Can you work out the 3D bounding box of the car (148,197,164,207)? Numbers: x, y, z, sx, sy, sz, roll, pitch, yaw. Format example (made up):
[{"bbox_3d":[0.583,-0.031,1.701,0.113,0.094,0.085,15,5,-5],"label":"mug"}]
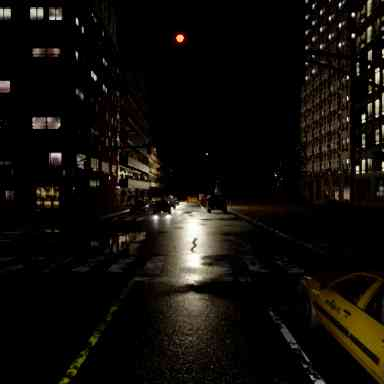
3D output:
[{"bbox_3d":[-5.695,1.580,52.951,2.008,1.369,4.403,0,0,0],"label":"car"}]

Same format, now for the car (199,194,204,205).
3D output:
[{"bbox_3d":[2.683,1.353,58.478,2.192,1.841,5.009,0,0,0],"label":"car"}]

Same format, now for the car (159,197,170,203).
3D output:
[{"bbox_3d":[-5.696,1.637,69.532,1.802,1.307,4.206,0,0,0],"label":"car"}]

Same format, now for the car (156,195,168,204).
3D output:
[{"bbox_3d":[-5.697,1.487,64.005,1.967,1.590,4.097,0,0,0],"label":"car"}]

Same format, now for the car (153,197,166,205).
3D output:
[{"bbox_3d":[-5.696,1.582,58.477,1.887,1.381,4.507,0,0,0],"label":"car"}]

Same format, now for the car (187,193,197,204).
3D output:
[{"bbox_3d":[0.098,1.526,65.386,1.882,1.535,5.008,0,0,0],"label":"car"}]

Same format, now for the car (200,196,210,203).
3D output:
[{"bbox_3d":[2.684,1.600,69.532,1.887,1.381,4.507,0,0,0],"label":"car"}]

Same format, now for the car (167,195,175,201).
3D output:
[{"bbox_3d":[-5.697,1.642,91.637,1.887,1.381,4.507,0,0,0],"label":"car"}]

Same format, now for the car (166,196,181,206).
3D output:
[{"bbox_3d":[-3.047,1.525,55.601,2.128,1.511,4.902,0,0,0],"label":"car"}]

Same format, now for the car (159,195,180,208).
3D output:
[{"bbox_3d":[-3.090,1.567,45.408,2.033,1.411,5.357,0,0,0],"label":"car"}]

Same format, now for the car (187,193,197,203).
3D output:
[{"bbox_3d":[0.000,1.291,75.861,2.150,2.045,5.566,0,0,0],"label":"car"}]

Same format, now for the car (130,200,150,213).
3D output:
[{"bbox_3d":[-5.694,1.562,36.371,2.008,1.369,4.403,0,0,0],"label":"car"}]

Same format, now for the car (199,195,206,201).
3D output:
[{"bbox_3d":[2.684,1.611,86.281,1.752,1.417,4.829,0,0,0],"label":"car"}]

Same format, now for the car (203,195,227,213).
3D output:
[{"bbox_3d":[2.684,1.326,36.372,2.192,1.841,5.009,0,0,0],"label":"car"}]

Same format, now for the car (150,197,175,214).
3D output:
[{"bbox_3d":[-3.122,1.558,35.264,2.033,1.411,5.357,0,0,-4],"label":"car"}]

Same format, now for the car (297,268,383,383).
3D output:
[{"bbox_3d":[2.686,1.525,4.129,1.752,1.417,4.829,0,0,0],"label":"car"}]

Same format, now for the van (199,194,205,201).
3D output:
[{"bbox_3d":[2.682,1.439,91.637,1.690,1.788,3.998,0,0,0],"label":"van"}]

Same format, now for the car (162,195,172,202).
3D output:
[{"bbox_3d":[-5.697,1.505,75.058,1.967,1.590,4.097,0,0,0],"label":"car"}]

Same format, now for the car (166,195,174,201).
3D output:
[{"bbox_3d":[-5.696,1.611,85.941,1.752,1.417,4.829,0,0,0],"label":"car"}]

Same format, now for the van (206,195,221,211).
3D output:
[{"bbox_3d":[2.684,1.357,41.898,1.690,1.788,3.998,0,0,0],"label":"van"}]
